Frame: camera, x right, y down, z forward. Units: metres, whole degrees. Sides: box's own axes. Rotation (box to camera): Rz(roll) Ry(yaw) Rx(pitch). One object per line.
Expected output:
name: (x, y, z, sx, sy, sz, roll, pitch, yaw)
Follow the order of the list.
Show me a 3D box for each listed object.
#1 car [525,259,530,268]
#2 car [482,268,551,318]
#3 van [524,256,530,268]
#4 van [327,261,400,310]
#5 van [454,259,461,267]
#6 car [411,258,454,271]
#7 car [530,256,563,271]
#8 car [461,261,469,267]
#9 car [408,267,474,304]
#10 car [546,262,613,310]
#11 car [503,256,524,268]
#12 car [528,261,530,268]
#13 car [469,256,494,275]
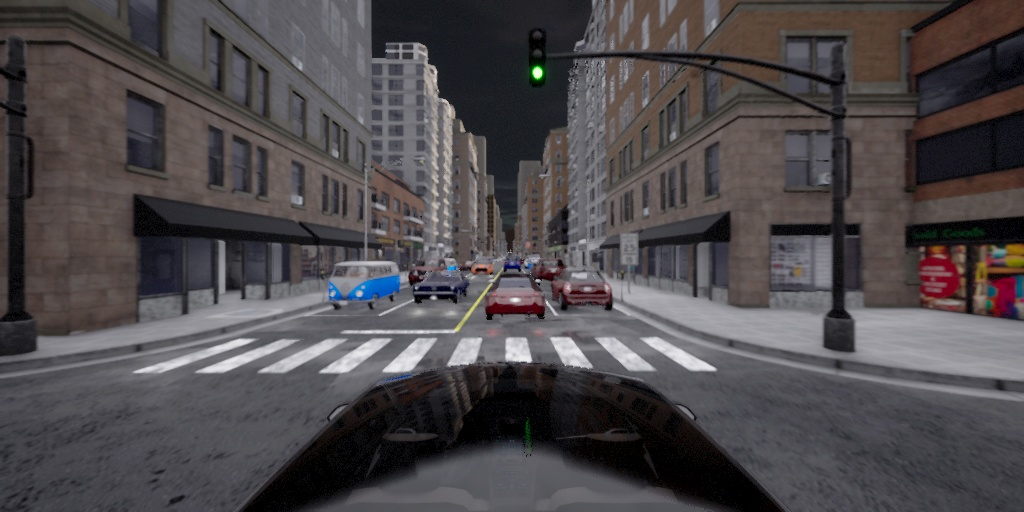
car: (2.680, 1.308, 36.903, 2.007, 1.370, 4.403, 0, 0, 0)
car: (0.102, 1.318, 12.976, 1.994, 1.385, 4.181, 0, 0, 0)
van: (2.682, 1.096, 42.489, 1.690, 1.789, 3.998, 0, 0, 0)
van: (-5.853, 1.106, 14.547, 1.690, 1.789, 3.998, 0, 0, 0)
van: (-5.847, 1.114, 31.305, 1.690, 1.789, 3.998, 0, 0, 0)
car: (-5.849, 1.086, 25.720, 2.192, 1.841, 5.009, 0, 0, 0)
car: (2.676, 1.073, 25.732, 2.192, 1.841, 5.009, 0, 0, 0)
car: (-5.842, 1.310, 48.065, 1.888, 1.381, 4.507, 0, 0, 0)
car: (-3.097, 1.363, 16.468, 1.895, 1.301, 4.718, 0, 0, 0)
car: (2.672, 1.191, 14.562, 1.967, 1.591, 4.097, 0, 0, 0)
car: (0.057, 0.980, 44.479, 2.150, 2.045, 5.566, 0, 0, 0)
car: (2.678, 1.325, 31.317, 1.948, 1.339, 4.313, 0, 0, 0)
car: (-3.071, 1.119, 38.429, 2.097, 1.767, 4.553, 0, 0, 0)
